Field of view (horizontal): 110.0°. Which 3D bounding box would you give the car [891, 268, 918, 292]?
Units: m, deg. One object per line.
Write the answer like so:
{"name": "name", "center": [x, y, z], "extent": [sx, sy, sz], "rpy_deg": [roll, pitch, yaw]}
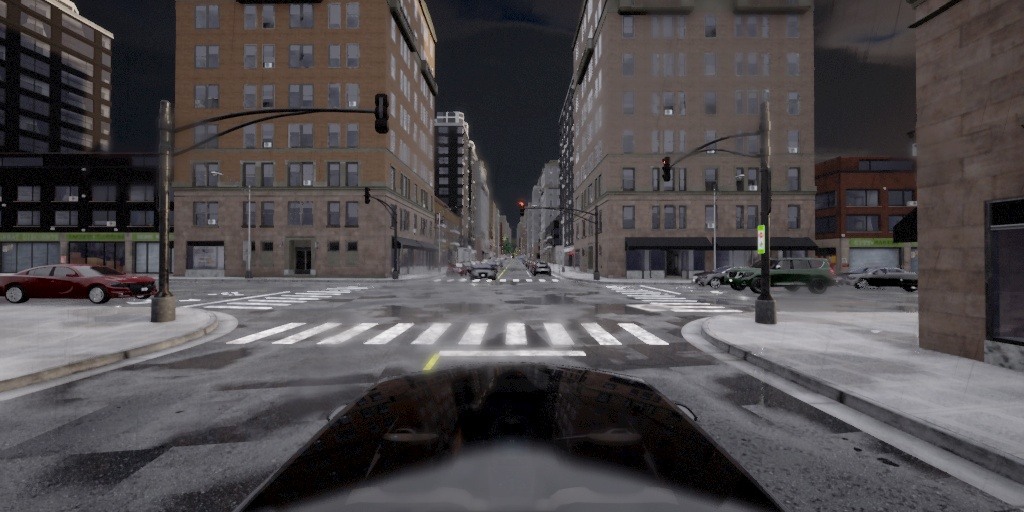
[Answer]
{"name": "car", "center": [25.717, 1.550, 20.979], "extent": [4.718, 1.301, 1.895], "rpy_deg": [0, -1, 0]}

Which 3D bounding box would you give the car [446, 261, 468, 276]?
{"name": "car", "center": [-5.559, 1.336, 36.367], "extent": [1.802, 1.307, 4.207], "rpy_deg": [0, 0, 1]}

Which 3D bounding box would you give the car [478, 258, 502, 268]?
{"name": "car", "center": [-2.704, 1.300, 43.812], "extent": [2.033, 1.411, 5.357], "rpy_deg": [0, 0, 1]}

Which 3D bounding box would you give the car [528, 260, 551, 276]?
{"name": "car", "center": [2.967, 1.318, 36.266], "extent": [1.948, 1.339, 4.313], "rpy_deg": [0, 0, 1]}

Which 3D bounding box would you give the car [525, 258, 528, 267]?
{"name": "car", "center": [3.102, 1.302, 47.327], "extent": [2.007, 1.370, 4.403], "rpy_deg": [0, 0, 1]}

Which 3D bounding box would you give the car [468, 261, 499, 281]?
{"name": "car", "center": [-2.463, 1.318, 29.770], "extent": [1.994, 1.385, 4.181], "rpy_deg": [0, 0, -7]}

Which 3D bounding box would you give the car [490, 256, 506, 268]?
{"name": "car", "center": [-2.497, 1.242, 59.669], "extent": [2.128, 1.511, 4.902], "rpy_deg": [0, 0, 1]}

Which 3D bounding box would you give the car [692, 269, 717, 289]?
{"name": "car", "center": [14.826, 1.401, 24.292], "extent": [4.902, 1.511, 2.128], "rpy_deg": [0, -1, 2]}

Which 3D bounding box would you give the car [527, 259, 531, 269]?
{"name": "car", "center": [3.035, 1.297, 41.796], "extent": [1.888, 1.381, 4.507], "rpy_deg": [0, 0, 1]}

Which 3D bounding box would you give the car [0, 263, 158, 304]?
{"name": "car", "center": [-17.440, 1.062, 14.552], "extent": [5.008, 1.535, 1.882], "rpy_deg": [0, -1, -1]}

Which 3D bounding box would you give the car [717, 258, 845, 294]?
{"name": "car", "center": [15.615, 1.105, 21.045], "extent": [5.566, 2.045, 2.150], "rpy_deg": [0, -1, 0]}

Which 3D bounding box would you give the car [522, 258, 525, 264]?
{"name": "car", "center": [3.306, 1.315, 63.918], "extent": [1.948, 1.339, 4.313], "rpy_deg": [0, 0, 1]}

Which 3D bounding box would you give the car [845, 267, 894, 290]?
{"name": "car", "center": [24.358, 1.464, 24.235], "extent": [4.902, 1.511, 2.128], "rpy_deg": [0, -1, 0]}
